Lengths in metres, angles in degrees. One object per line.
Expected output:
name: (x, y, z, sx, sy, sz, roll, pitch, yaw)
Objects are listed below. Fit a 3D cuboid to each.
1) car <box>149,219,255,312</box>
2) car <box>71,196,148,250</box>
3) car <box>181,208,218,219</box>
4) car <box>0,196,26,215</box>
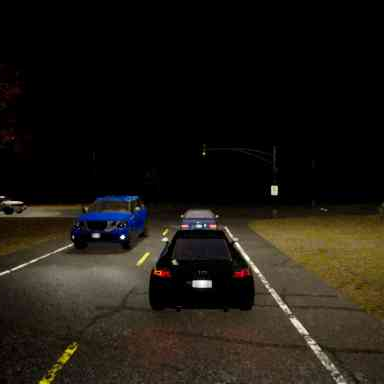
car: (0.192, 1.558, 7.765, 1.994, 1.385, 4.181, 0, 0, 0)
car: (-3.347, 1.206, 14.674, 2.150, 2.045, 5.566, 0, 0, 2)
car: (0.375, 1.530, 16.994, 2.033, 1.411, 5.357, 0, 0, 2)
car: (-21.488, 1.474, 37.005, 5.566, 2.045, 2.150, -1, 1, 3)
